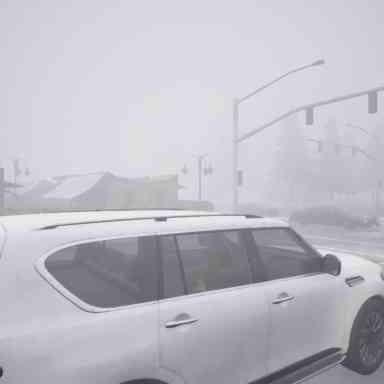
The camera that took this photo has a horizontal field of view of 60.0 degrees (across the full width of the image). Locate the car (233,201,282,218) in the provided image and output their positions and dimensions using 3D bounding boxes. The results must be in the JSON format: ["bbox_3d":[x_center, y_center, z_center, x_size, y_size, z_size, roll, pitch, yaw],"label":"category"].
[{"bbox_3d":[5.960,1.564,30.725,1.994,1.385,4.181,0,0,-38],"label":"car"}]

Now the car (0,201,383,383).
[{"bbox_3d":[0.183,1.221,3.944,5.566,2.045,2.150,0,0,-35],"label":"car"}]

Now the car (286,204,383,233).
[{"bbox_3d":[8.767,1.547,21.024,2.033,1.411,5.357,0,0,-36],"label":"car"}]

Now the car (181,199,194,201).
[{"bbox_3d":[-0.309,1.477,33.202,1.882,1.535,5.008,0,0,-37],"label":"car"}]
